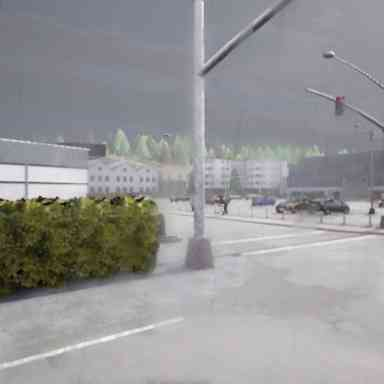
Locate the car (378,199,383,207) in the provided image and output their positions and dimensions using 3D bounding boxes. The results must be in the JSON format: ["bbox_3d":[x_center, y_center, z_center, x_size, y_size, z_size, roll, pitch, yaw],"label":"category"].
[{"bbox_3d":[25.910,1.309,43.215,3.806,1.475,1.970,0,0,-35],"label":"car"}]

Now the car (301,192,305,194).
[{"bbox_3d":[21.178,0.990,62.483,3.866,1.878,1.905,0,0,-35],"label":"car"}]

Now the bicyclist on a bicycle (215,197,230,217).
[{"bbox_3d":[2.599,1.271,28.186,1.656,1.620,0.582,0,0,-35],"label":"bicyclist on a bicycle"}]

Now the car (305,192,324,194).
[{"bbox_3d":[23.179,1.009,60.336,4.605,1.855,1.932,0,0,-35],"label":"car"}]

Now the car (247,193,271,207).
[{"bbox_3d":[10.033,1.262,46.760,3.633,1.501,1.845,0,0,-35],"label":"car"}]

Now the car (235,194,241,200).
[{"bbox_3d":[9.919,1.145,78.053,3.806,1.475,1.970,0,0,-35],"label":"car"}]

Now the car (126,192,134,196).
[{"bbox_3d":[-10.529,1.031,63.794,3.866,1.878,1.905,0,0,-35],"label":"car"}]

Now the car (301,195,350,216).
[{"bbox_3d":[12.357,1.295,30.112,4.514,1.523,2.007,0,0,-35],"label":"car"}]

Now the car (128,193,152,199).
[{"bbox_3d":[-9.127,1.316,60.719,3.806,1.475,1.970,0,0,-35],"label":"car"}]

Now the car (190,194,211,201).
[{"bbox_3d":[2.043,1.223,77.023,4.514,1.523,2.007,0,0,-35],"label":"car"}]

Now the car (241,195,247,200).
[{"bbox_3d":[13.857,1.066,72.975,5.027,1.636,2.152,0,0,-35],"label":"car"}]

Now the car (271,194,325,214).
[{"bbox_3d":[10.519,1.286,32.654,5.027,1.636,2.152,0,0,-35],"label":"car"}]

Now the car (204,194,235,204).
[{"bbox_3d":[4.350,1.240,54.979,4.514,1.523,2.007,0,0,-35],"label":"car"}]

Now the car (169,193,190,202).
[{"bbox_3d":[-2.195,1.039,65.602,4.605,1.855,1.932,0,0,-35],"label":"car"}]
